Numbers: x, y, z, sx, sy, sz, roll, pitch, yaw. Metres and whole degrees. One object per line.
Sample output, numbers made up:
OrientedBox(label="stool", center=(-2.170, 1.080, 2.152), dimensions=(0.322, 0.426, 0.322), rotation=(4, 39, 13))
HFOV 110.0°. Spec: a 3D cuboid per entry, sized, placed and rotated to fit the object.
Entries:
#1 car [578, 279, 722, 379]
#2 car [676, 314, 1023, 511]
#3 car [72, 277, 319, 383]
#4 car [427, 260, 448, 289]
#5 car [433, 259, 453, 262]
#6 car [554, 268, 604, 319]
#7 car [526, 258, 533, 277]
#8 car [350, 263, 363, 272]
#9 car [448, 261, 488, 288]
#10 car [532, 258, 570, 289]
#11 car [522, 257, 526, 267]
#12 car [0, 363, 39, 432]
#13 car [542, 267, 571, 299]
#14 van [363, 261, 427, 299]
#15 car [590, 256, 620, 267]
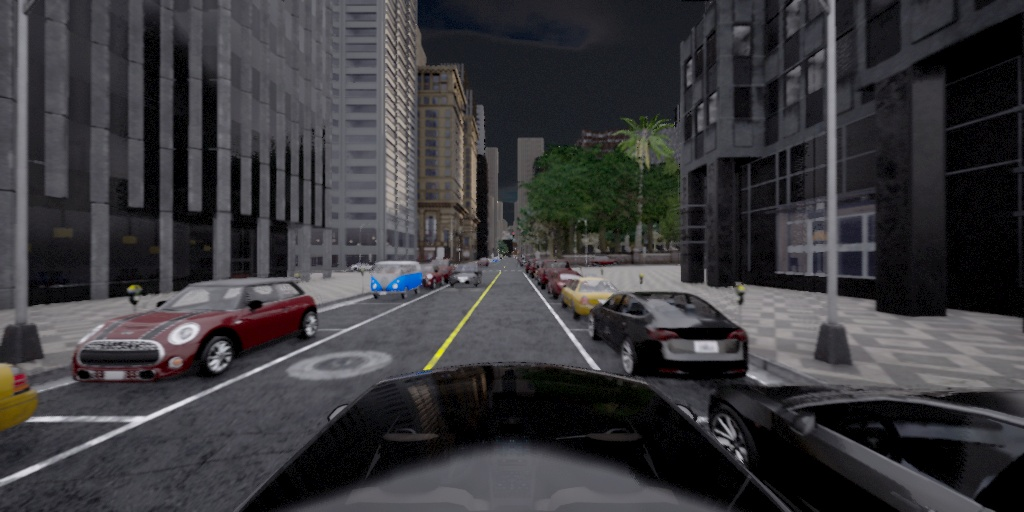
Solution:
OrientedBox(label="car", center=(2.762, 1.335, 7.178), dimensions=(1.948, 1.339, 4.313), rotation=(0, 0, 0))
OrientedBox(label="car", center=(2.762, 1.316, 1.691), dimensions=(1.948, 1.339, 4.313), rotation=(0, 0, 0))
OrientedBox(label="car", center=(-5.763, 1.208, 7.189), dimensions=(1.967, 1.591, 4.097), rotation=(0, 0, 0))
OrientedBox(label="car", center=(-5.763, 1.266, 23.652), dimensions=(1.967, 1.591, 4.097), rotation=(0, 0, 0))
OrientedBox(label="car", center=(-5.763, 1.159, 29.139), dimensions=(2.192, 1.841, 5.009), rotation=(0, 0, 0))
OrientedBox(label="car", center=(2.762, 1.313, 12.834), dimensions=(1.751, 1.417, 4.829), rotation=(0, 0, 0))
OrientedBox(label="car", center=(2.763, 1.178, 34.611), dimensions=(2.192, 1.841, 5.009), rotation=(0, 0, 0))
OrientedBox(label="car", center=(-23.498, 1.786, 57.708), dimensions=(4.674, 1.442, 1.812), rotation=(-1, 0, 0))
OrientedBox(label="car", center=(-3.100, 1.322, 24.977), dimensions=(2.128, 1.511, 4.902), rotation=(0, 0, 0))
OrientedBox(label="car", center=(2.763, 1.141, 23.638), dimensions=(2.192, 1.841, 5.009), rotation=(0, 0, 0))
OrientedBox(label="car", center=(2.763, 1.211, 45.586), dimensions=(2.192, 1.841, 5.009), rotation=(0, 0, 0))
OrientedBox(label="car", center=(-5.763, 1.275, 1.531), dimensions=(1.751, 1.417, 4.829), rotation=(0, 0, 0))
OrientedBox(label="car", center=(2.763, 1.389, 18.151), dimensions=(1.802, 1.307, 4.207), rotation=(0, 0, 0))
OrientedBox(label="van", center=(-5.763, 1.147, 18.164), dimensions=(1.690, 1.789, 3.998), rotation=(0, 0, 0))
OrientedBox(label="car", center=(14.883, 0.813, 57.528), dimensions=(4.553, 1.767, 2.097), rotation=(-1, 0, 0))
